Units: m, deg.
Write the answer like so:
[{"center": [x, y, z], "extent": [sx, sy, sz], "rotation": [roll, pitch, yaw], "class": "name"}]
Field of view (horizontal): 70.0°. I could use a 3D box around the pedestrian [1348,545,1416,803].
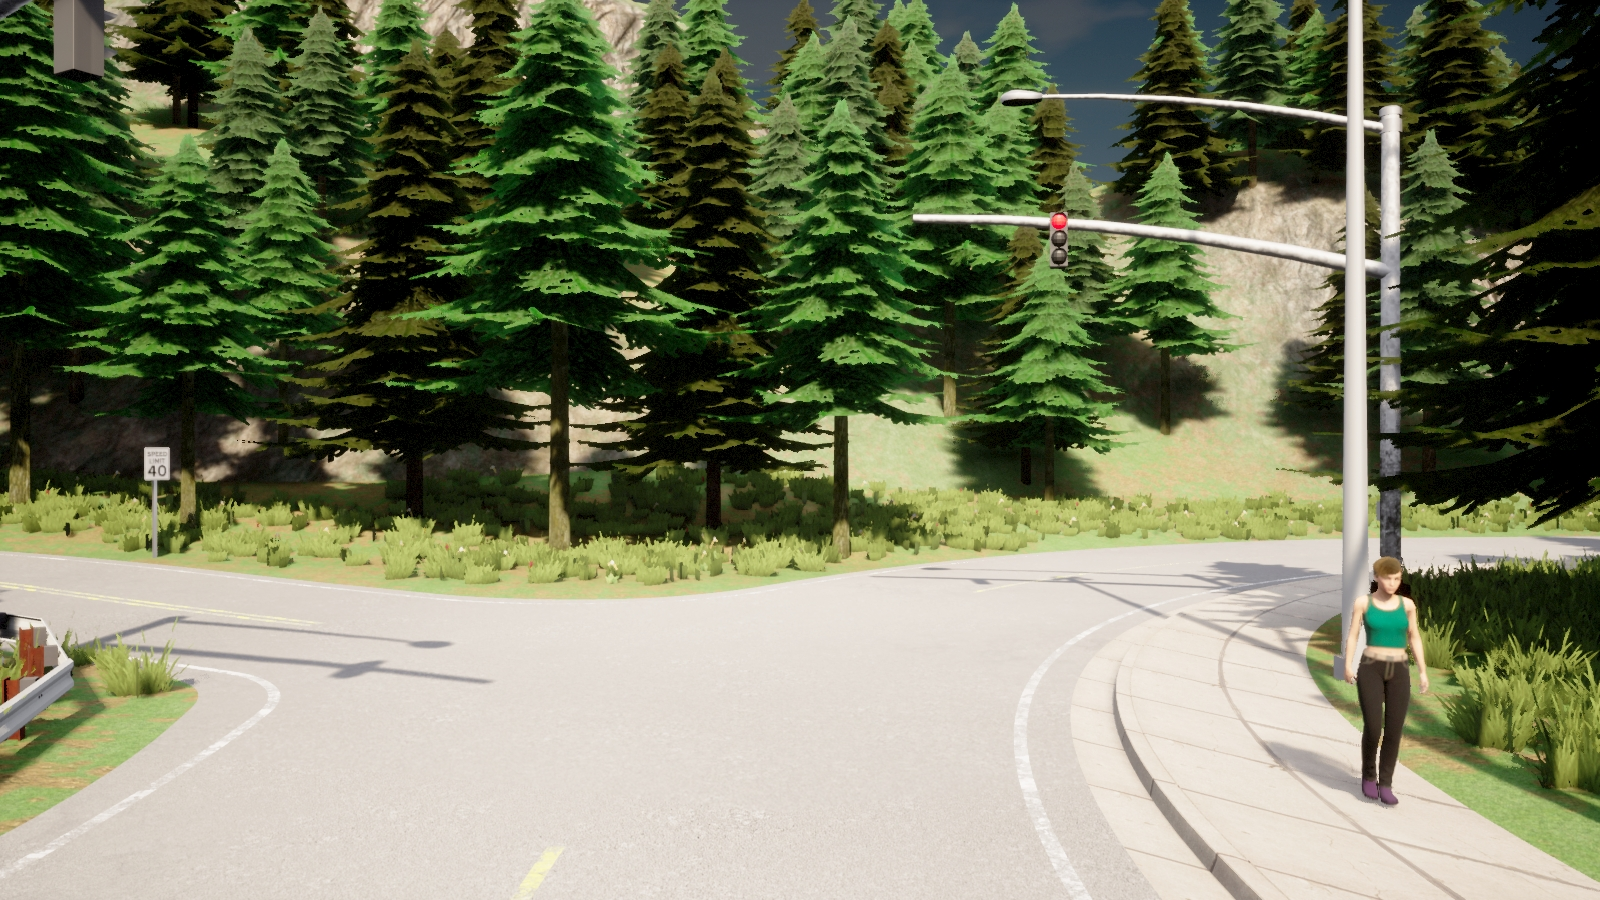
[{"center": [4.395, 1.669, 8.643], "extent": [0.375, 1.860, 0.375], "rotation": [0, 0, 13], "class": "pedestrian"}]
